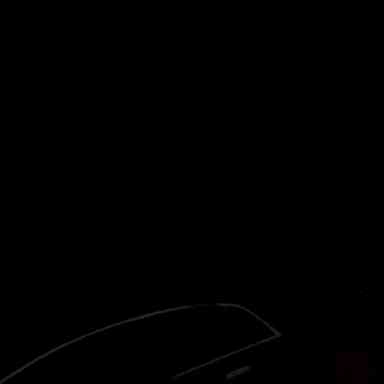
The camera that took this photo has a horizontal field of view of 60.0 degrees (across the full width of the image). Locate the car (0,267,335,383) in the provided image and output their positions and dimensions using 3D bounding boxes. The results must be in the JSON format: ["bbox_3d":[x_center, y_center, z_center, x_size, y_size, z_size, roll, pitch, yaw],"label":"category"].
[{"bbox_3d":[-0.914,1.496,2.546,4.892,1.490,1.837,0,0,-34],"label":"car"}]
